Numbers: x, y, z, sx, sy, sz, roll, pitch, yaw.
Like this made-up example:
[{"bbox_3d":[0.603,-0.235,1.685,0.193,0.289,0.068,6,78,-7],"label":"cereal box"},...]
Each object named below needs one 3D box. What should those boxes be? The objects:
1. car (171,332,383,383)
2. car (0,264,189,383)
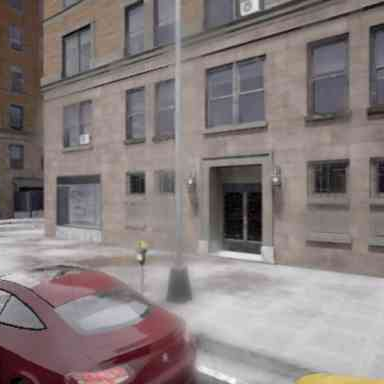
[{"bbox_3d":[2.380,1.519,1.116,4.829,1.417,1.752,0,0,35],"label":"car"},{"bbox_3d":[-1.894,1.600,4.151,4.206,1.307,1.802,0,0,35],"label":"car"}]
